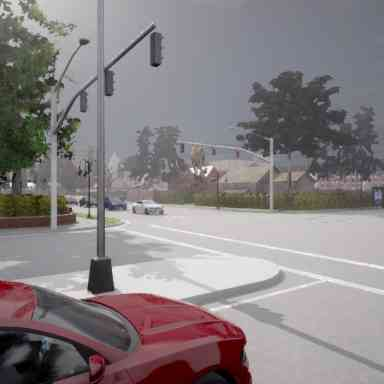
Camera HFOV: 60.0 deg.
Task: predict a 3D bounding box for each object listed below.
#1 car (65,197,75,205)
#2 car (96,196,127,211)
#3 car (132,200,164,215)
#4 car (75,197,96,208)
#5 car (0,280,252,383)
[{"bbox_3d":[-21.047,1.564,57.083,1.994,1.385,4.181,0,0,-34],"label":"car"},{"bbox_3d":[-9.855,1.352,41.567,2.097,1.767,4.553,0,0,-36],"label":"car"},{"bbox_3d":[-4.647,1.526,34.364,1.812,1.442,4.674,0,0,-35],"label":"car"},{"bbox_3d":[-15.248,1.505,49.021,1.837,1.490,4.892,0,0,-36],"label":"car"},{"bbox_3d":[-1.717,1.478,2.544,5.008,1.535,1.882,0,0,-35],"label":"car"}]
